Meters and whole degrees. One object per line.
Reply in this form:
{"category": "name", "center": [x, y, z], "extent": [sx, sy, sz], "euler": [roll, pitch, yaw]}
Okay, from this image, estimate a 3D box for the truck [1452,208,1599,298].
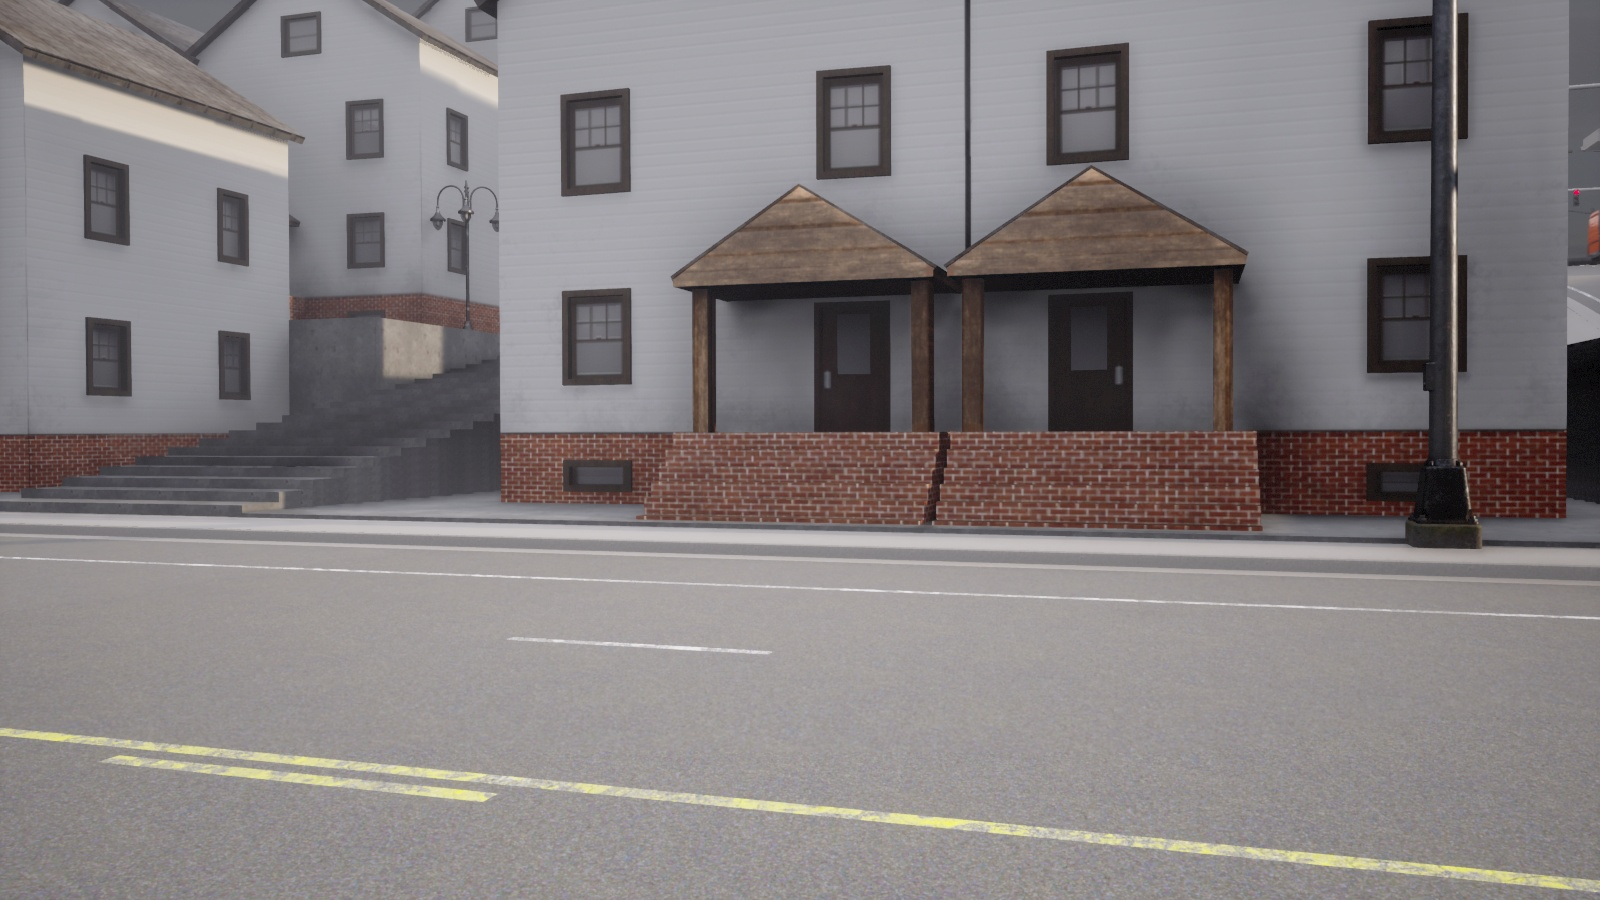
{"category": "truck", "center": [34.467, -8.982, 57.325], "extent": [7.936, 3.462, 2.891], "euler": [0, 1, 18]}
